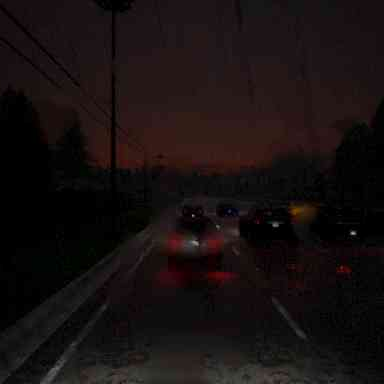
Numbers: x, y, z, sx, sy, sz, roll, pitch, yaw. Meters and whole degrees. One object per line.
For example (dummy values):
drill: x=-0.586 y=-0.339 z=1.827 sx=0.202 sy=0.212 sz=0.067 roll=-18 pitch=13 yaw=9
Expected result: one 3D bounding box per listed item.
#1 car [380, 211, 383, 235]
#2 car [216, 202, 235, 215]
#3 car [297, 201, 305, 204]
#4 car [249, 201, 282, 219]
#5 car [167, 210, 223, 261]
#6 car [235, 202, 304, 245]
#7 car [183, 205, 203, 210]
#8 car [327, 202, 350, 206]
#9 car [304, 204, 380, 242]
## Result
car: x=10.587 y=1.692 z=17.839 sx=1.994 sy=1.385 sz=4.181 roll=0 pitch=0 yaw=0
car: x=3.584 y=1.723 z=34.225 sx=1.882 sy=1.535 sz=5.008 roll=0 pitch=0 yaw=0
car: x=10.584 y=1.723 z=34.227 sx=1.882 sy=1.535 sz=5.008 roll=0 pitch=0 yaw=0
car: x=7.083 y=1.726 z=32.665 sx=2.128 sy=1.511 sz=4.902 roll=0 pitch=0 yaw=0
car: x=0.081 y=1.639 z=12.600 sx=2.033 sy=1.411 sz=5.357 roll=0 pitch=0 yaw=0
car: x=3.585 y=1.470 z=16.392 sx=2.097 sy=1.767 sz=4.553 roll=0 pitch=0 yaw=0
car: x=0.082 y=1.824 z=31.082 sx=1.895 sy=1.301 sz=4.718 roll=0 pitch=0 yaw=0
car: x=14.083 y=1.726 z=32.659 sx=2.128 sy=1.511 sz=4.902 roll=0 pitch=0 yaw=0
car: x=7.087 y=1.614 z=17.031 sx=2.128 sy=1.511 sz=4.902 roll=0 pitch=0 yaw=0
